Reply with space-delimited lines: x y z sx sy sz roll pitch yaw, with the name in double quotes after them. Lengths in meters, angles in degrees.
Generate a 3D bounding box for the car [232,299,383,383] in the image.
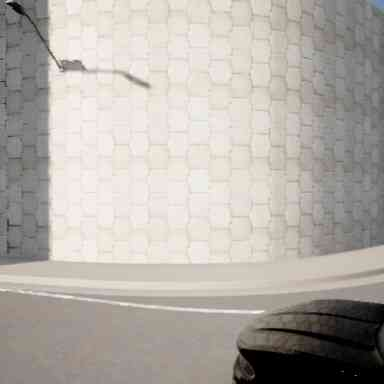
2.629 1.453 2.116 5.008 1.535 1.882 1 0 38 "car"
